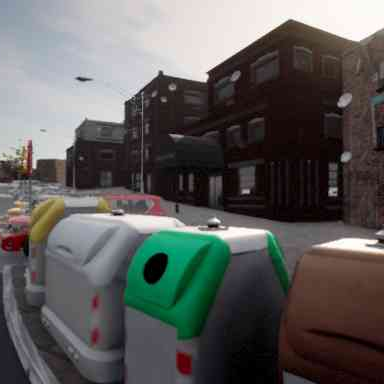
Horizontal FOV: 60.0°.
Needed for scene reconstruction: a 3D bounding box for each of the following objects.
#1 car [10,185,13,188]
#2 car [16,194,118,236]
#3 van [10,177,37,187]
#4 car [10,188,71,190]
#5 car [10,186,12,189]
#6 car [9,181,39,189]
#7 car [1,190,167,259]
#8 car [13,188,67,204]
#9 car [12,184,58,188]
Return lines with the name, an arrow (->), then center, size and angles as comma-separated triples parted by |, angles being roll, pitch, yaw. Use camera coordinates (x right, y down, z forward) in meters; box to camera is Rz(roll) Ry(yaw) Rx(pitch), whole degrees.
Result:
car -> -16.225, 0.229, 35.045 | 4.674, 1.452, 2.002 | 1, 2, -29
car -> -6.335, 1.036, 16.882 | 4.553, 1.767, 2.185 | 1, 2, -29
van -> -38.229, -2.218, 75.587 | 4.442, 1.987, 1.878 | 1, 2, -29
car -> -10.589, 0.745, 24.745 | 4.892, 1.521, 2.231 | 1, 2, -29
car -> -13.324, 0.502, 29.799 | 4.792, 1.488, 2.163 | 1, 2, -29
car -> -39.642, -2.376, 77.991 | 5.566, 2.045, 2.435 | 1, 2, -29
car -> -3.564, 1.113, 11.816 | 5.566, 2.045, 2.435 | 1, 2, -29
car -> -14.759, 0.373, 32.360 | 4.674, 1.452, 2.002 | 1, 2, -29
car -> -11.910, 0.486, 27.219 | 4.553, 1.767, 2.185 | 1, 2, -29
